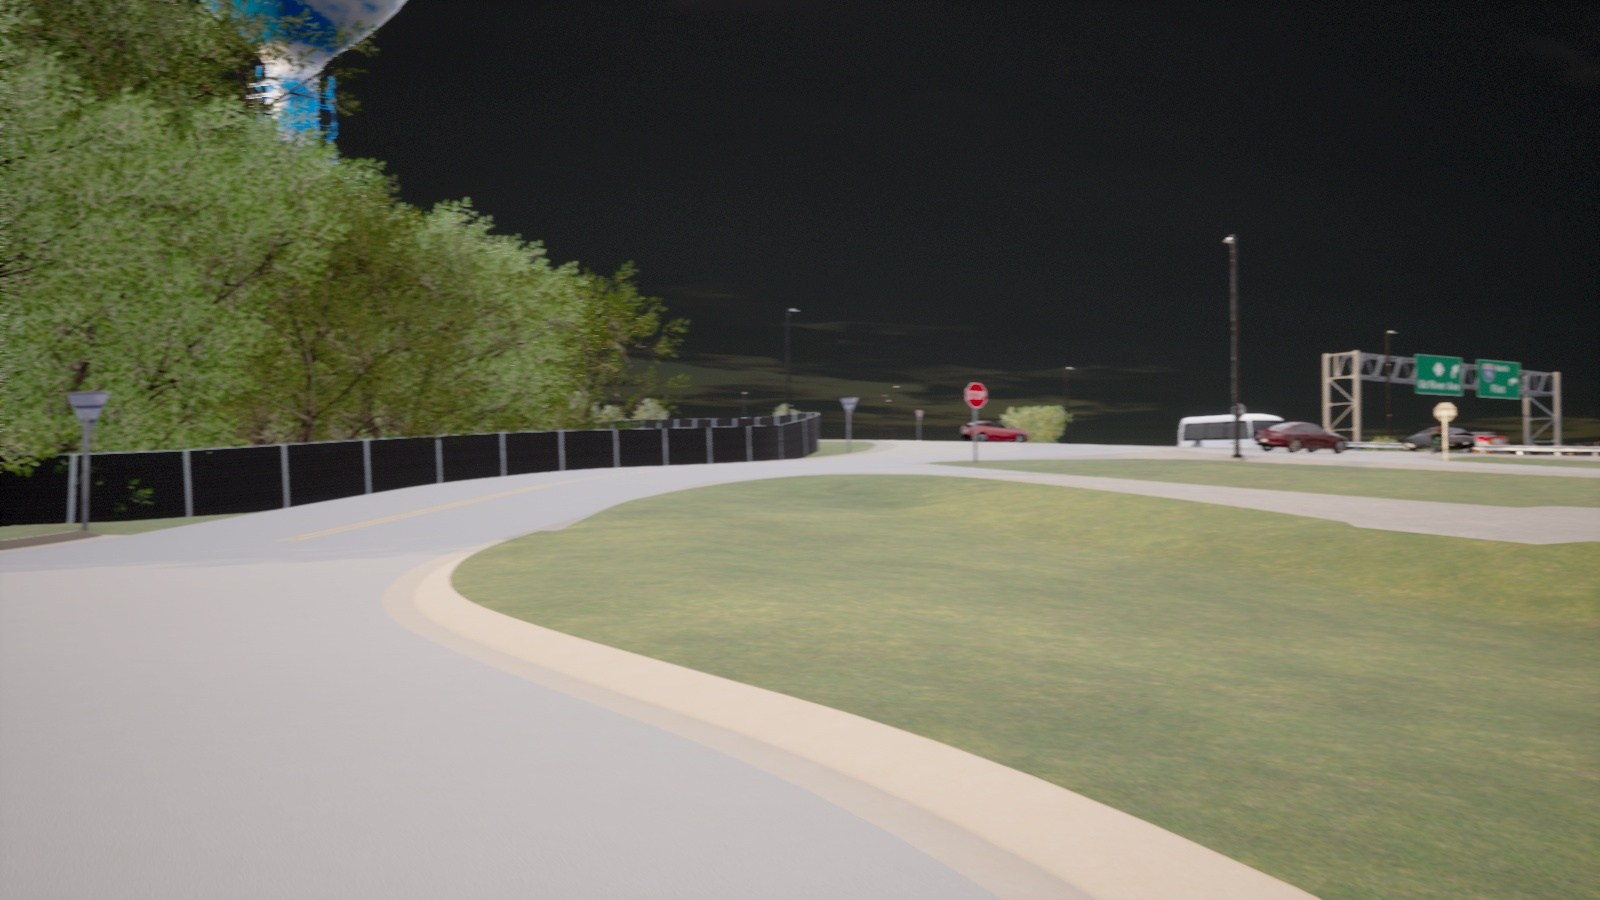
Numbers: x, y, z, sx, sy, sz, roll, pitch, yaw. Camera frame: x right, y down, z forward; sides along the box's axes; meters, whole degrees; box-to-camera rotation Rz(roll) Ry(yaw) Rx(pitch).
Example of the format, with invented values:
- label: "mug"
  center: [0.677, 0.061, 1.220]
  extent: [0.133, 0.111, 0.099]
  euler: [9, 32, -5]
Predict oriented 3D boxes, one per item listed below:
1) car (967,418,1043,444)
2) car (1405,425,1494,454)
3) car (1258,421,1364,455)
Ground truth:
- label: "car"
  center: [13.608, -1.244, 83.419]
  extent: [4.514, 1.525, 2.007]
  euler: [1, 0, -16]
- label: "car"
  center: [37.379, -0.604, 72.450]
  extent: [2.128, 1.511, 4.902]
  euler: [2, 0, -6]
- label: "car"
  center: [23.946, -0.582, 58.797]
  extent: [4.674, 1.442, 1.812]
  euler: [1, 2, -24]
